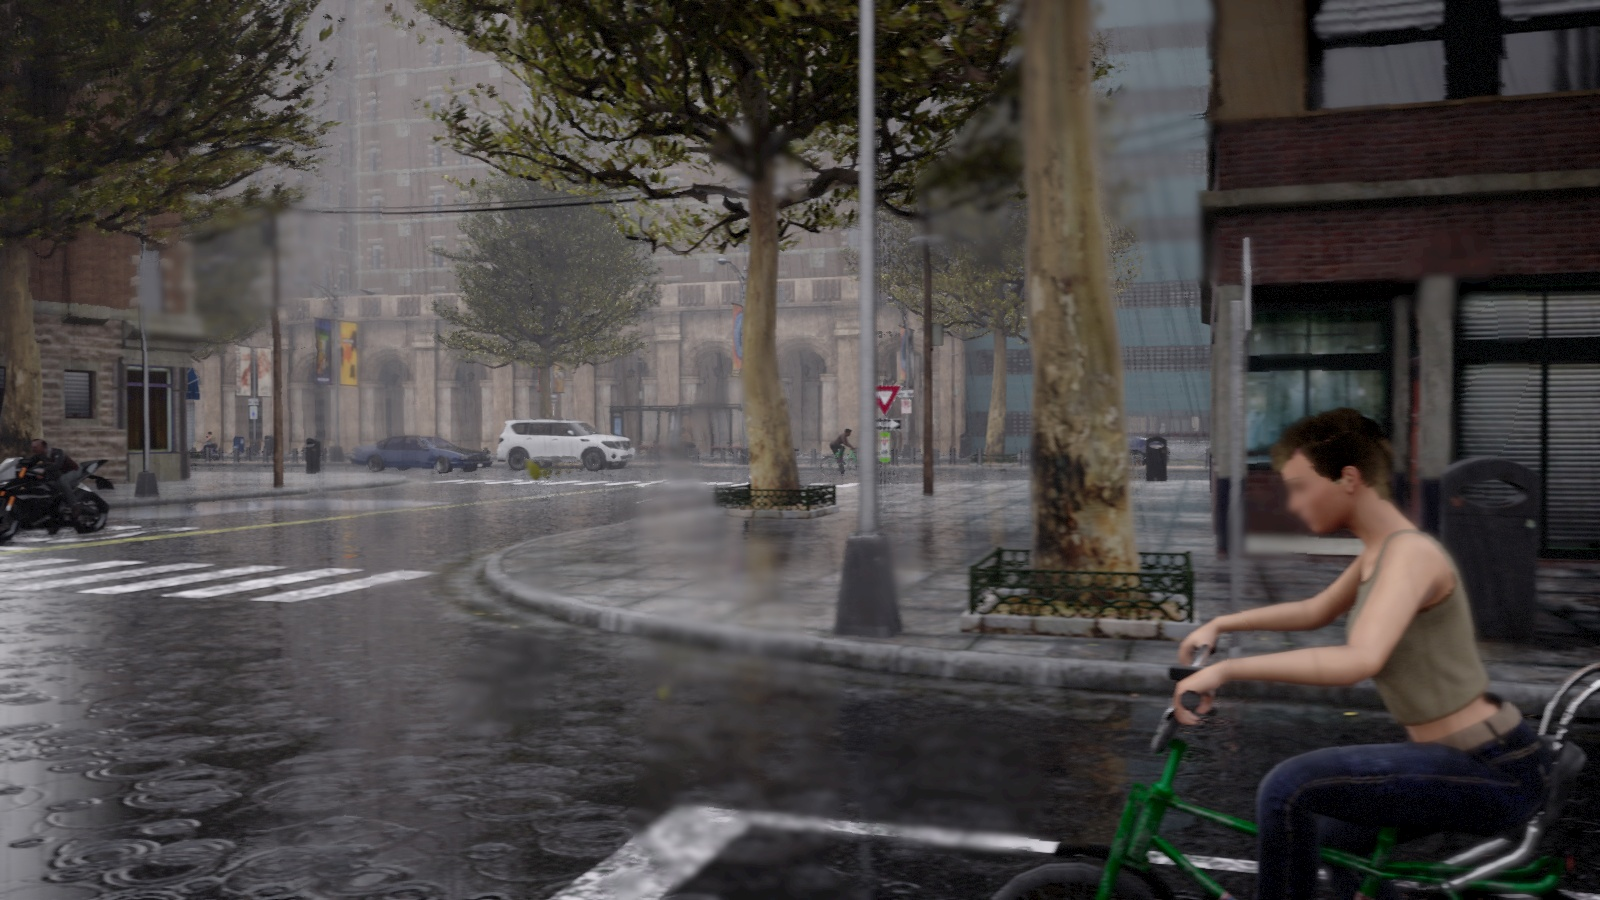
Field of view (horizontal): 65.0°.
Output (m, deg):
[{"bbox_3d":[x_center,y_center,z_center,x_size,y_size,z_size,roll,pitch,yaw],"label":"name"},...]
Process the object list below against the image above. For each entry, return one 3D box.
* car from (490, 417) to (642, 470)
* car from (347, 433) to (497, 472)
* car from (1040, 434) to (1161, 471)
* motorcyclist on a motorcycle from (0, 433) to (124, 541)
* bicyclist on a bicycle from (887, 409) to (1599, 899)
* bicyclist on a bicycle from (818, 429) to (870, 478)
[{"bbox_3d":[-9.284,-0.282,49.817,5.566,2.045,2.150,1,1,18],"label":"car"},{"bbox_3d":[-14.348,0.062,47.657,5.357,1.411,2.033,1,1,21],"label":"car"},{"bbox_3d":[12.269,0.085,51.212,4.674,1.442,1.812,1,1,18],"label":"car"},{"bbox_3d":[-11.517,0.515,19.071,0.866,1.530,2.191,1,1,18],"label":"motorcyclist on a motorcycle"},{"bbox_3d":[1.042,0.722,2.855,1.509,1.612,0.866,1,1,19],"label":"bicyclist on a bicycle"},{"bbox_3d":[1.503,0.107,42.625,1.656,1.620,0.582,1,1,18],"label":"bicyclist on a bicycle"}]
